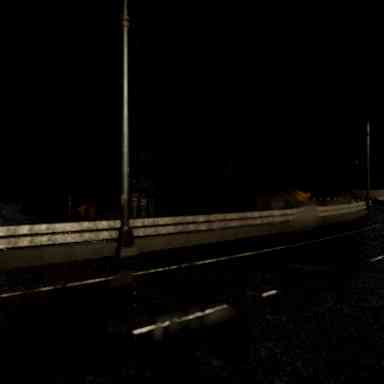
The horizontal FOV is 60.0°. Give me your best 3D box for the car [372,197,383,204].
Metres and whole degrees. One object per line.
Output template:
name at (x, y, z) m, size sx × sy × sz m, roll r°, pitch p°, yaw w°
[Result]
car at (37.184, 1.704, 65.977) m, size 2.128 × 1.511 × 4.902 m, roll 0°, pitch 0°, yaw 13°
